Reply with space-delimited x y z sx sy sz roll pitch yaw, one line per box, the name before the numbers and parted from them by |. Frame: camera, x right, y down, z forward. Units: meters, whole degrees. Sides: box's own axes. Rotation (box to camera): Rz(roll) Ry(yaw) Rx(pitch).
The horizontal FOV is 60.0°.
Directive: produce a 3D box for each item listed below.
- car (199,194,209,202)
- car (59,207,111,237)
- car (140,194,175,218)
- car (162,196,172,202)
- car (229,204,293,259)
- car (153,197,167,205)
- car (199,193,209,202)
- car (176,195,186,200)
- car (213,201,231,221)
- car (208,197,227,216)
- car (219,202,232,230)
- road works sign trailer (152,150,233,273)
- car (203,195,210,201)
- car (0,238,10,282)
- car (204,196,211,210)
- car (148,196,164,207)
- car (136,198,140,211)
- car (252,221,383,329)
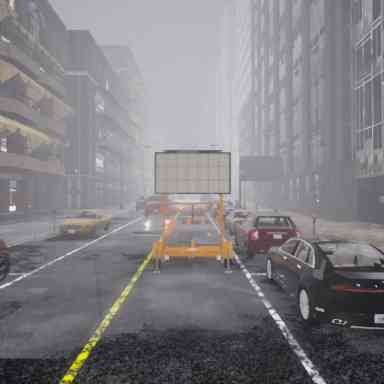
car | 2.852 1.305 69.039 2.192 1.841 5.009 1 0 0
car | -5.640 1.530 18.025 1.752 1.417 4.829 1 0 0
car | -3.036 1.225 30.619 2.150 2.045 5.566 0 0 0
car | -5.520 1.532 74.711 1.887 1.381 4.507 1 0 0
car | 2.730 1.444 12.525 1.967 1.590 4.097 1 0 0
car | -5.556 1.540 57.757 1.887 1.381 4.507 1 0 0
car | 2.876 1.298 80.342 2.192 1.841 5.009 1 0 0
car | -2.810 1.482 89.449 1.837 1.490 4.892 0 0 0
car | 2.752 1.587 23.828 1.802 1.307 4.206 1 0 0
car | 2.766 1.444 29.478 1.967 1.590 4.097 1 0 0
car | 2.741 1.530 18.346 1.752 1.417 4.829 1 0 0
road works sign trailer | 0.023 0.467 10.642 2.380 3.560 2.880 0 0 0
car | 2.801 1.524 46.604 1.752 1.417 4.829 1 0 0
car | -5.662 1.442 6.891 1.967 1.590 4.097 1 0 0
car | 2.788 1.567 40.783 1.947 1.339 4.313 1 0 0
car | -5.566 1.437 52.104 1.967 1.590 4.097 1 0 0
car | -5.588 1.316 40.802 2.192 1.841 5.009 1 0 0
car | 2.716 1.553 6.872 2.008 1.369 4.403 1 0 0
